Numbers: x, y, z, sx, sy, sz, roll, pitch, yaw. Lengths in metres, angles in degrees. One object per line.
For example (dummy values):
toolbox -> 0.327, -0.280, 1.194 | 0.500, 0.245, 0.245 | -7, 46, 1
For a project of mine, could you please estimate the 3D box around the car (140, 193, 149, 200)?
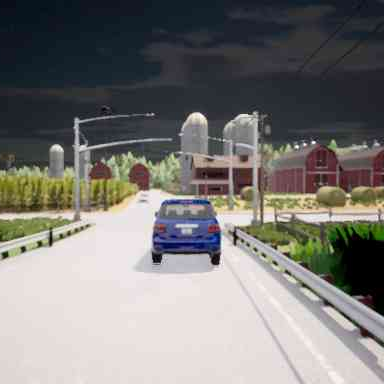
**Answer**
car -> -10.428, 0.866, 72.941 | 1.994, 1.385, 4.181 | 0, 1, -8

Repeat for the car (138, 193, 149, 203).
car -> -8.320, 1.143, 57.549 | 1.812, 1.442, 4.674 | 0, 1, -8

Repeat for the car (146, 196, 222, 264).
car -> -0.225, 1.292, 12.109 | 2.150, 2.045, 5.566 | 0, -2, -2
